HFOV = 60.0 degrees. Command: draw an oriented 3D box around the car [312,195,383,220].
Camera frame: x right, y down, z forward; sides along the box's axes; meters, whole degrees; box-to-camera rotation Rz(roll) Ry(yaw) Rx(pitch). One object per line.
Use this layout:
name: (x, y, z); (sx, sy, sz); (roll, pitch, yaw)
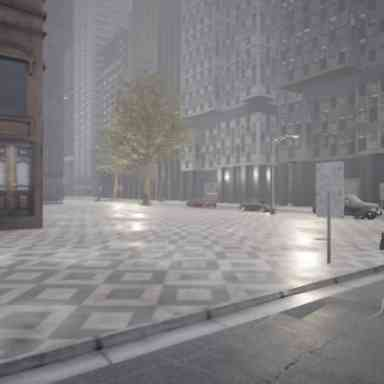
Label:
car: (13.073, 1.257, 28.413); (2.150, 2.045, 5.566); (0, 0, -36)

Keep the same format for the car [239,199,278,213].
car: (7.234, 1.525, 36.521); (1.837, 1.490, 4.892); (0, 0, -36)

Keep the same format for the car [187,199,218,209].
car: (1.309, 1.603, 44.762); (1.895, 1.301, 4.718); (0, 0, -36)
